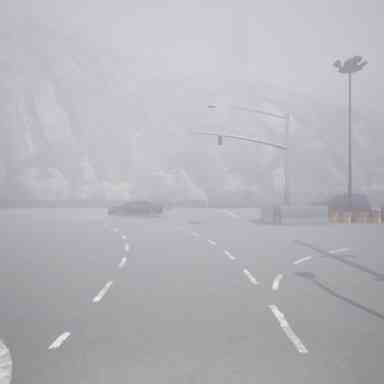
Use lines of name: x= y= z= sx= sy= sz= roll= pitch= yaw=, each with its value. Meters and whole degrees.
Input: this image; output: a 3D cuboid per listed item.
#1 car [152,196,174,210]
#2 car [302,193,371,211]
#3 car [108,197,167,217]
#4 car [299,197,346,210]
car: x=-4.458 y=1.264 z=40.048 sx=4.553 sy=1.767 sz=2.097 roll=0 pitch=0 yaw=-3
car: x=13.378 y=1.157 z=30.460 sx=5.566 sy=2.045 sz=2.150 roll=0 pitch=0 yaw=-3
car: x=-4.948 y=1.440 z=29.508 sx=4.892 sy=1.490 sz=1.837 roll=0 pitch=0 yaw=-3
car: x=16.049 y=1.409 z=41.110 sx=4.902 sy=1.511 sz=2.128 roll=0 pitch=0 yaw=-3
